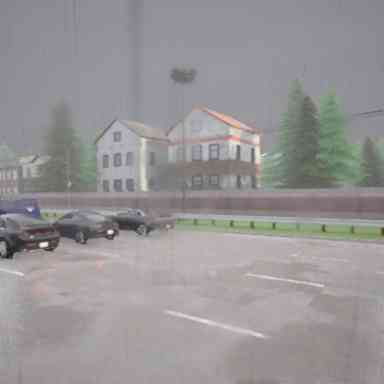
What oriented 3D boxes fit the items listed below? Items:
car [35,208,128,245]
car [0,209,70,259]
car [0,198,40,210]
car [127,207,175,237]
[{"bbox_3d":[-5.586,1.676,16.494,4.674,1.442,1.812,0,0,36],"label":"car"},{"bbox_3d":[-7.297,1.654,13.409,4.892,1.490,1.837,0,0,36],"label":"car"},{"bbox_3d":[-14.678,1.522,27.276,5.566,2.045,2.150,0,0,36],"label":"car"},{"bbox_3d":[-3.228,1.639,19.105,4.902,1.511,2.128,-1,0,36],"label":"car"}]
